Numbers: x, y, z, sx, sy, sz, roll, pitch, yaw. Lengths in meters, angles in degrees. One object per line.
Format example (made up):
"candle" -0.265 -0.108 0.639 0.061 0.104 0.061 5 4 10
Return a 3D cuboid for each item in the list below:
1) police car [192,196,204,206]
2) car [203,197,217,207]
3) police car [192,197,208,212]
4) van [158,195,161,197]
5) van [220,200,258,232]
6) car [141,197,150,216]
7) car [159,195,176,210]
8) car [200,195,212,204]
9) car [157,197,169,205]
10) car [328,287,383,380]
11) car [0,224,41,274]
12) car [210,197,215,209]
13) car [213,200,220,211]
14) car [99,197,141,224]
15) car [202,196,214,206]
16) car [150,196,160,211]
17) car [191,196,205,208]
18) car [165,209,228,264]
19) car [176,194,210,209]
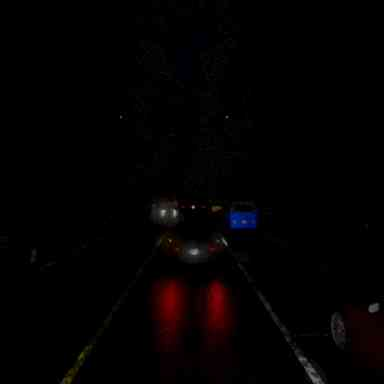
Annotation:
"police car" 0.950 1.583 57.556 1.930 1.638 5.238 0 0 0
"car" 2.906 1.587 54.049 1.967 1.590 4.097 0 0 0
"police car" 0.936 1.544 41.555 1.930 1.638 5.238 0 0 0
"van" -5.613 1.505 59.711 1.690 1.788 3.998 0 0 0
"van" 2.876 1.413 20.209 1.690 1.788 3.998 0 0 0
"car" -5.639 1.415 31.519 2.192 1.841 5.009 0 0 0
"car" -3.050 1.604 45.697 1.882 1.535 5.008 0 0 0
"car" 2.921 1.521 70.968 2.192 1.841 5.009 0 0 0
"car" -5.609 1.750 65.349 1.947 1.339 4.313 0 0 0
"car" 2.860 1.595 3.289 1.802 1.307 4.206 0 0 0
"car" -5.661 1.586 8.959 2.008 1.369 4.403 0 0 0
"car" 2.899 1.635 37.333 1.752 1.417 4.829 0 0 1
"car" 2.882 1.612 26.020 1.752 1.417 4.829 0 0 0
"car" -5.644 1.401 25.879 2.192 1.841 5.009 0 0 0
"car" 2.912 1.604 59.688 1.967 1.590 4.097 0 0 0
"car" -5.630 1.647 42.586 1.752 1.417 4.829 0 0 1
"car" 0.944 1.491 51.417 2.097 1.767 4.553 0 0 0
"car" 0.081 1.571 11.952 1.812 1.442 4.674 0 0 0
"car" 0.103 1.302 27.753 2.150 2.045 5.566 0 -2 0
